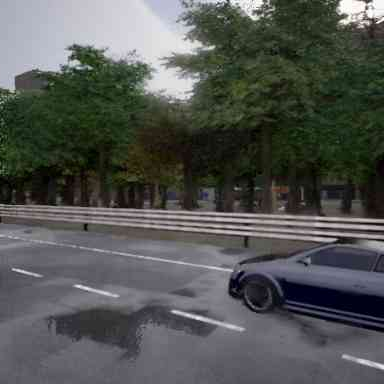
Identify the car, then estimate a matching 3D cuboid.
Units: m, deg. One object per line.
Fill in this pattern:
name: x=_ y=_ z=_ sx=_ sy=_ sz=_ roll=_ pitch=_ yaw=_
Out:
car: x=2.790 y=1.567 z=6.178 sx=4.181 sy=1.385 sz=1.994 roll=0 pitch=0 yaw=36
